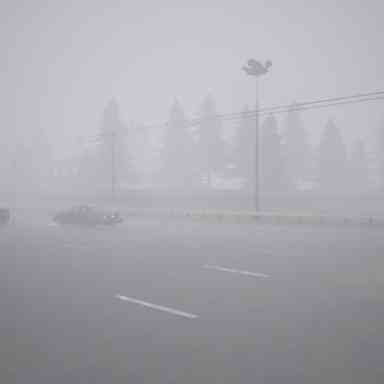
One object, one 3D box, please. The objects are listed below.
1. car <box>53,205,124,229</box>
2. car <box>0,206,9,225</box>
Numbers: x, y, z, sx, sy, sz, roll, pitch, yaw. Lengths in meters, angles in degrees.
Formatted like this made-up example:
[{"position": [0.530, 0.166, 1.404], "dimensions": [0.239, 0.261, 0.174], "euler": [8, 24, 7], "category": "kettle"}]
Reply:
[{"position": [-6.868, 1.541, 21.790], "dimensions": [5.357, 1.411, 2.033], "euler": [0, 0, 36], "category": "car"}, {"position": [-14.593, 1.468, 23.001], "dimensions": [5.008, 1.535, 1.882], "euler": [0, 0, 36], "category": "car"}]
